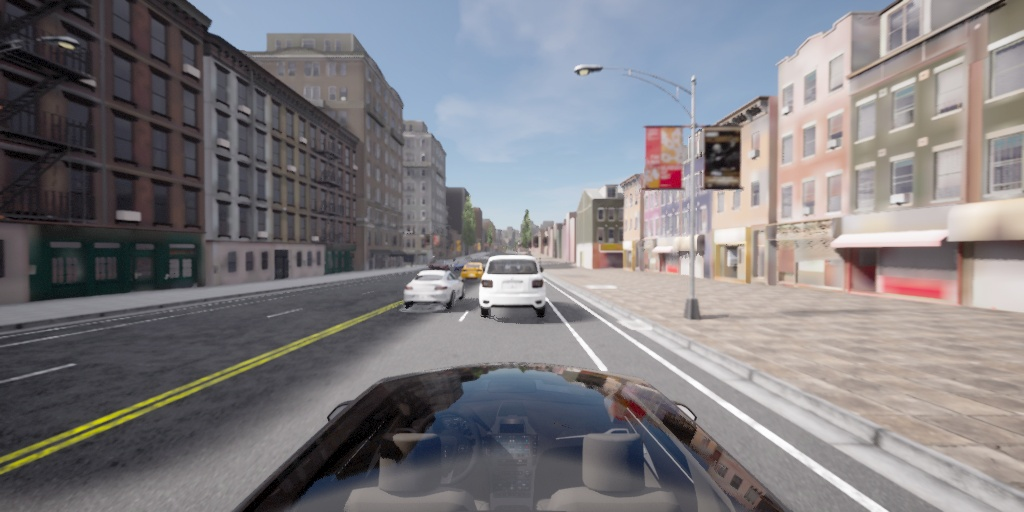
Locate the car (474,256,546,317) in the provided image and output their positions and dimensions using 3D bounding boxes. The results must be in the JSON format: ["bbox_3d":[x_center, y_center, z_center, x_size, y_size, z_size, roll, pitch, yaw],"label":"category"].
[{"bbox_3d":[0.043,1.010,13.501,2.150,2.045,5.566,0,0,1],"label":"car"}]

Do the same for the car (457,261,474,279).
[{"bbox_3d":[-3.171,1.343,30.849,1.882,1.535,5.008,0,0,0],"label":"car"}]

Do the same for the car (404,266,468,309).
[{"bbox_3d":[-3.188,1.321,15.239,1.812,1.442,4.674,0,0,1],"label":"car"}]

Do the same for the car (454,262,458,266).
[{"bbox_3d":[-6.557,1.370,47.890,1.882,1.535,5.008,0,0,0],"label":"car"}]

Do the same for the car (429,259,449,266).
[{"bbox_3d":[-9.804,1.244,48.315,2.097,1.767,4.553,0,0,0],"label":"car"}]
